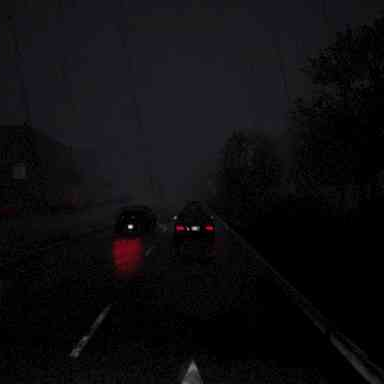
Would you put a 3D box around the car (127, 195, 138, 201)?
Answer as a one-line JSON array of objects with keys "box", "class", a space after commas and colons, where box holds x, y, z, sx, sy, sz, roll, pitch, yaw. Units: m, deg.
[{"box": [-15.590, 1.515, 87.588, 2.002, 1.452, 4.674, -2, 0, 0], "class": "car"}]

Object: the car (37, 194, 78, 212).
[{"box": [-15.454, 1.206, 37.892, 2.435, 2.045, 5.566, 0, 0, 0], "class": "car"}]

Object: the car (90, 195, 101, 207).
[{"box": [-15.481, 1.463, 48.852, 2.231, 1.521, 4.892, 0, 0, 0], "class": "car"}]

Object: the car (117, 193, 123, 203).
[{"box": [-15.520, 1.507, 65.549, 2.002, 1.452, 4.674, 0, 0, 0], "class": "car"}]

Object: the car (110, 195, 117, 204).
[{"box": [-15.506, 1.340, 59.928, 2.185, 1.767, 4.553, 0, 0, 0], "class": "car"}]

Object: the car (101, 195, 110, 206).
[{"box": [-15.494, 1.338, 54.402, 2.185, 1.767, 4.553, 0, 0, 0], "class": "car"}]

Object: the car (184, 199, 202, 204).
[{"box": [0.103, 1.496, 37.641, 2.128, 1.511, 4.902, 0, 0, 0], "class": "car"}]

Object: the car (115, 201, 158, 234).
[{"box": [-3.148, 1.508, 19.428, 1.837, 1.490, 4.892, 0, 0, 0], "class": "car"}]

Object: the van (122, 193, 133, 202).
[{"box": [-15.546, 1.245, 76.480, 1.878, 1.987, 4.442, 0, 0, 0], "class": "van"}]

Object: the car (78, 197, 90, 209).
[{"box": [-15.468, 1.459, 43.326, 2.097, 1.535, 5.008, 0, 0, 0], "class": "car"}]

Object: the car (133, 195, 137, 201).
[{"box": [-15.560, 1.503, 82.092, 2.163, 1.488, 4.792, 0, 0, 0], "class": "car"}]

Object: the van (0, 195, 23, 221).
[{"box": [-15.428, 1.228, 26.629, 1.878, 1.987, 4.442, 0, 0, 0], "class": "van"}]

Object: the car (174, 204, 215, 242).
[{"box": [0.095, 1.550, 16.230, 2.033, 1.411, 5.357, 0, 0, 0], "class": "car"}]
